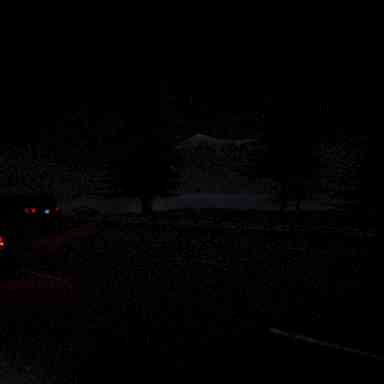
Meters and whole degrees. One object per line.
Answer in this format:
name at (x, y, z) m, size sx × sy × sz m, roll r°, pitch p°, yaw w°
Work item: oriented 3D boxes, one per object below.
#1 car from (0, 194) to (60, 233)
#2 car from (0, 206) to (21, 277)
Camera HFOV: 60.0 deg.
car at (-9.970, 1.132, 18.772) m, size 5.566 × 2.045 × 2.150 m, roll 0°, pitch 0°, yaw 29°
car at (-6.871, 1.338, 8.669) m, size 4.553 × 1.767 × 2.097 m, roll 0°, pitch 1°, yaw 32°
